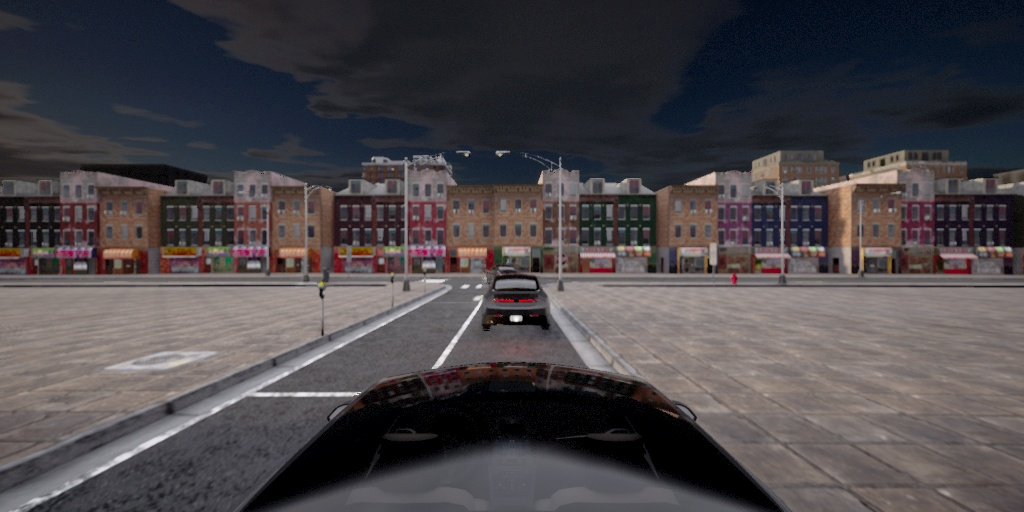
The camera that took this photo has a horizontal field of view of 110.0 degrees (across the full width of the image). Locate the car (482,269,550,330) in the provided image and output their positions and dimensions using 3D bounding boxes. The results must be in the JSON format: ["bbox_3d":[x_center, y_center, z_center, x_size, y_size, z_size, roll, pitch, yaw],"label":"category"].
[{"bbox_3d":[0.103,1.305,11.237,1.837,1.490,4.892,0,0,0],"label":"car"}]

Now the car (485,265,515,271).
[{"bbox_3d":[-0.781,1.393,25.913,1.837,1.490,4.892,1,0,-14],"label":"car"}]
